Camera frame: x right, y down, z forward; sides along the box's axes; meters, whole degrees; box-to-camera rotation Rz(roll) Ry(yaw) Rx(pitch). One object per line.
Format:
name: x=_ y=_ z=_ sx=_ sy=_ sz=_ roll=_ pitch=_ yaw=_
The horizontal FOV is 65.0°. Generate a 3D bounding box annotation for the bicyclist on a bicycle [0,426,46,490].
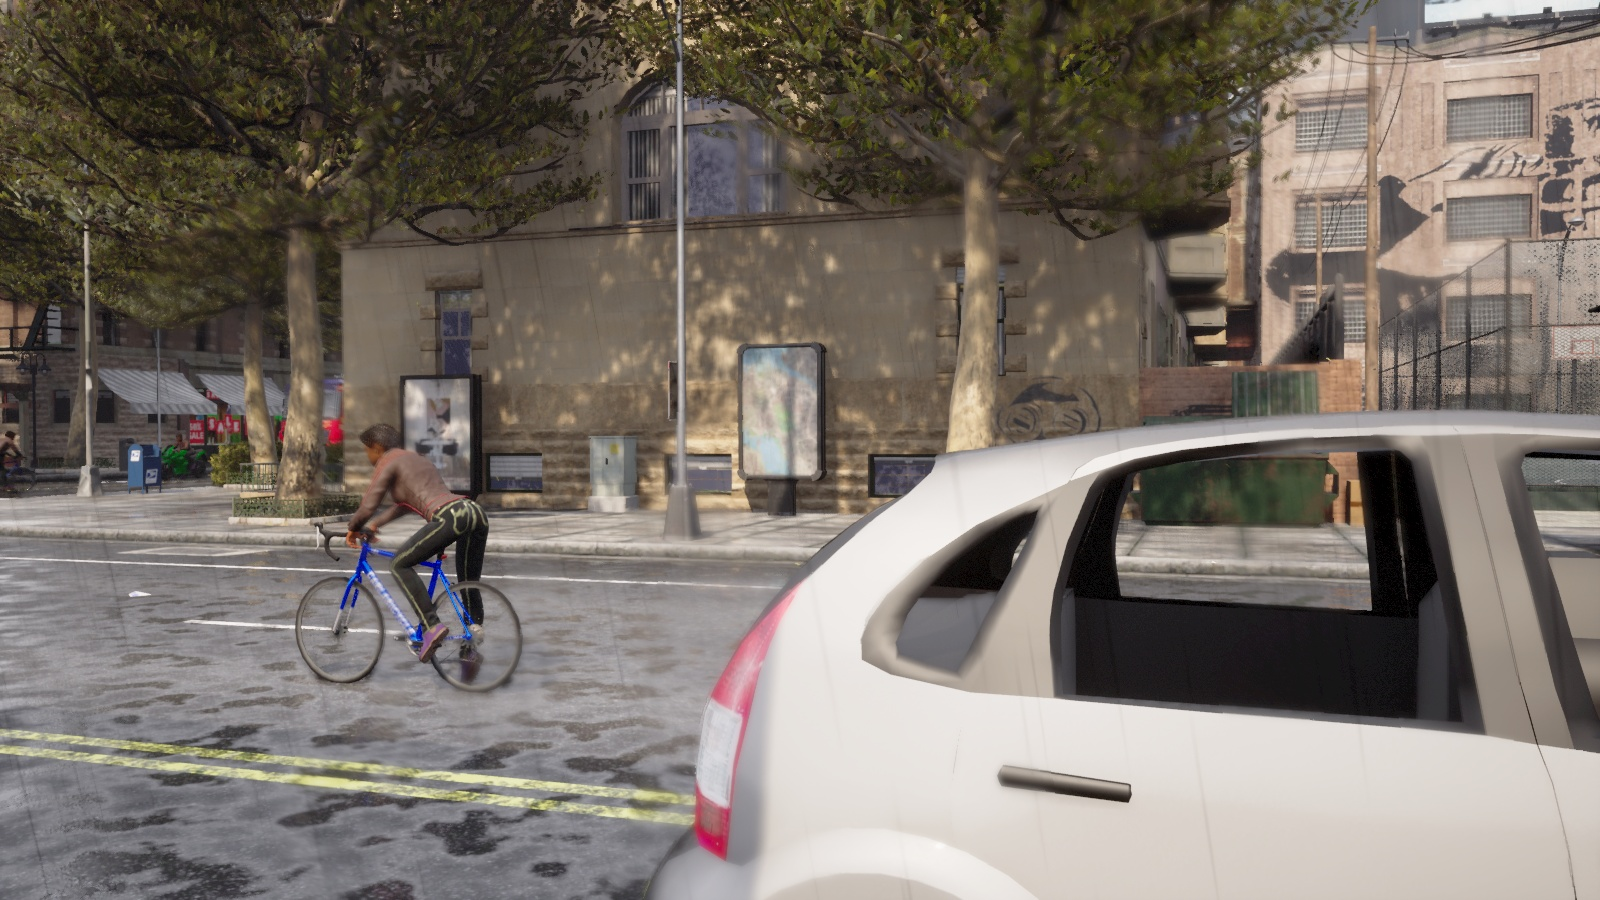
bicyclist on a bicycle: x=-20.313 y=0.187 z=32.243 sx=0.582 sy=1.620 sz=1.656 roll=1 pitch=1 yaw=17

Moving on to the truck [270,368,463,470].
truck: x=-17.521 y=-1.230 z=51.577 sx=2.891 sy=3.827 sz=8.468 roll=1 pitch=1 yaw=19

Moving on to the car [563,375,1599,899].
car: x=1.739 y=0.690 z=2.607 sx=3.988 sy=1.617 sz=1.851 roll=1 pitch=1 yaw=19

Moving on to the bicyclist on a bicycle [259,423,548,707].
bicyclist on a bicycle: x=-2.426 y=0.647 z=7.694 sx=1.656 sy=1.620 sz=0.582 roll=0 pitch=1 yaw=19

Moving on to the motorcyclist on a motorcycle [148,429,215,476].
motorcyclist on a motorcycle: x=-20.733 y=0.056 z=42.158 sx=0.797 sy=1.523 sz=2.044 roll=1 pitch=1 yaw=19
